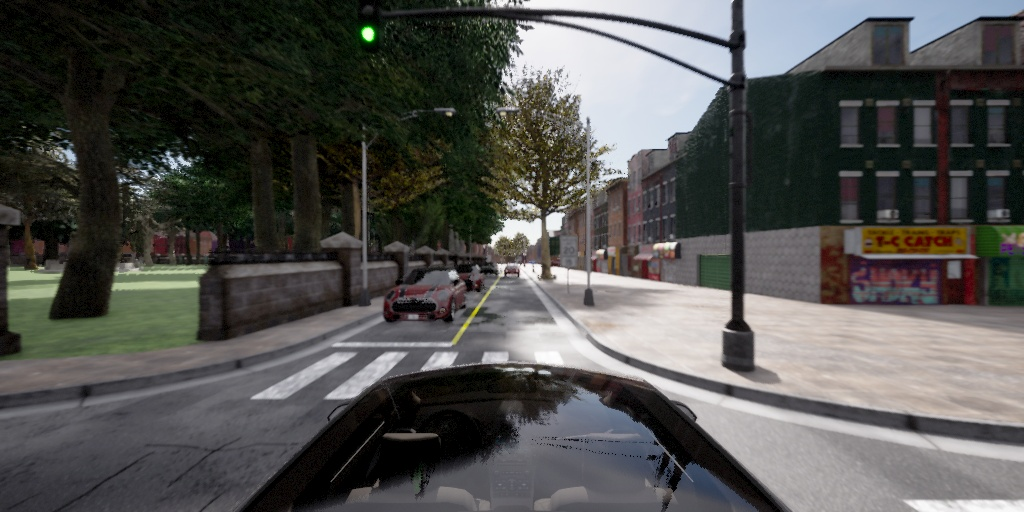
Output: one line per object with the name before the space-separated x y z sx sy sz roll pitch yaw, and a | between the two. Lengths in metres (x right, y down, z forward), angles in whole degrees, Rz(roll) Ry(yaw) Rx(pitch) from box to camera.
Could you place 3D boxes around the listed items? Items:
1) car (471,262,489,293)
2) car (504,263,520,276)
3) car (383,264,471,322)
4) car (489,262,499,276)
car | -2.844 1.287 22.503 2.097 1.767 4.553 0 -1 0
car | 0.012 1.728 43.115 1.895 1.301 4.718 0 -1 0
car | -2.849 1.193 12.633 2.097 1.767 4.553 0 -1 0
car | -2.779 1.507 44.607 2.097 1.767 4.553 0 -1 0
